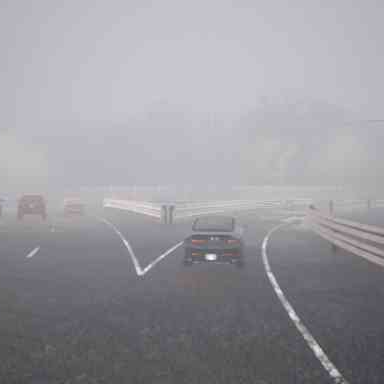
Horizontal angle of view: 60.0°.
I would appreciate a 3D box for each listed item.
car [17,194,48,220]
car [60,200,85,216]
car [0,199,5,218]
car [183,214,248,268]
[{"bbox_3d":[-13.761,1.222,28.739,2.150,2.045,5.566,0,0,-25],"label":"car"},{"bbox_3d":[-11.716,1.479,32.381,1.882,1.535,5.008,0,0,-27],"label":"car"},{"bbox_3d":[-18.178,1.223,29.723,2.150,2.045,5.566,0,0,-27],"label":"car"},{"bbox_3d":[0.890,1.505,11.422,1.837,1.490,4.892,-1,0,9],"label":"car"}]
